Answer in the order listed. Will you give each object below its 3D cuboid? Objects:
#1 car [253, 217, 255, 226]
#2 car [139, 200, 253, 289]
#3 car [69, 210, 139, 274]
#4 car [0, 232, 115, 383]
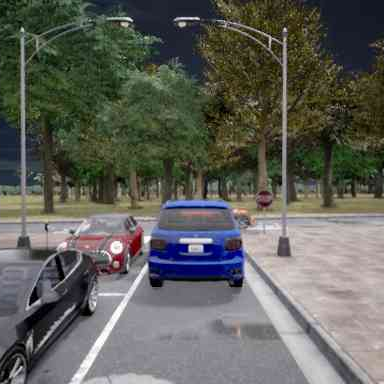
[{"bbox_3d":[1.441,1.306,20.015,4.553,1.767,2.097,-1,1,0],"label":"car"},{"bbox_3d":[0.137,1.217,9.334,2.150,2.045,5.566,0,0,1],"label":"car"},{"bbox_3d":[-2.643,1.435,10.203,1.967,1.590,4.097,-1,0,0],"label":"car"},{"bbox_3d":[-2.644,1.563,4.768,1.947,1.339,4.313,-1,0,0],"label":"car"}]
